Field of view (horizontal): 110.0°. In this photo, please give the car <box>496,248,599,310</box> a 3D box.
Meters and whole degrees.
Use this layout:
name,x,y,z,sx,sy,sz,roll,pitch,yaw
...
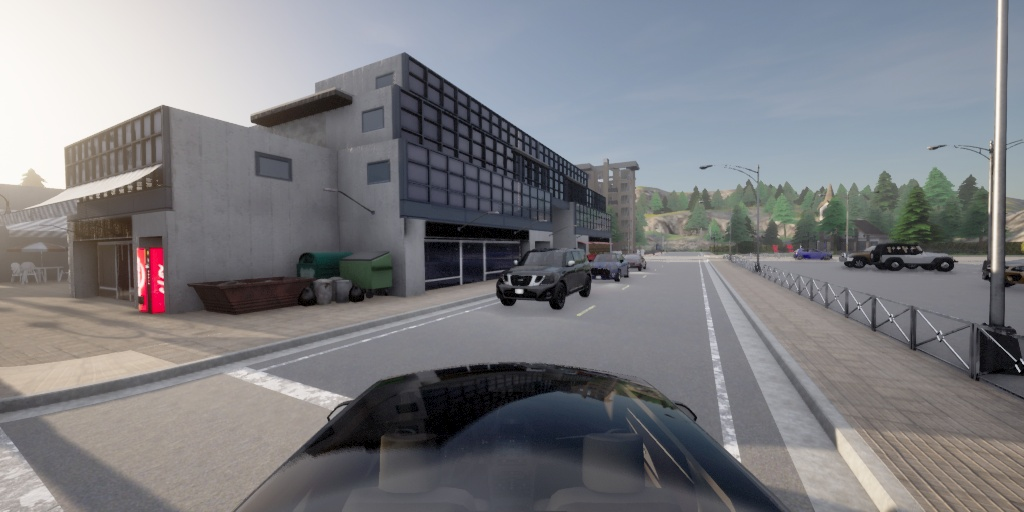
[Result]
name,x,y,z,sx,sy,sz,roll,pitch,yaw
car,1.494,0.710,13.897,2.150,2.045,5.566,0,1,27

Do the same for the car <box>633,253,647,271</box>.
name,x,y,z,sx,sy,sz,roll,pitch,yaw
car,10.708,0.507,31.725,1.812,1.442,4.674,0,1,28

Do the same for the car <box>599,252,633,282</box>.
name,x,y,z,sx,sy,sz,roll,pitch,yaw
car,6.008,0.592,22.637,2.097,1.767,4.553,0,1,27
